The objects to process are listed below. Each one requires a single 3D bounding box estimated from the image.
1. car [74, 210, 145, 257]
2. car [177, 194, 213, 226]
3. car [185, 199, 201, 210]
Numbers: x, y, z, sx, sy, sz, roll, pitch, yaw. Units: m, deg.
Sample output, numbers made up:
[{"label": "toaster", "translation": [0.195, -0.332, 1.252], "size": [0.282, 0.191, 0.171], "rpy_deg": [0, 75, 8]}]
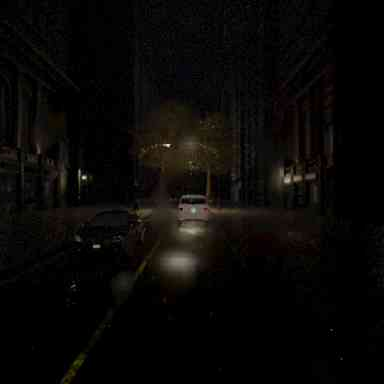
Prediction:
[{"label": "car", "translation": [-3.093, 1.496, 13.273], "size": [1.882, 1.535, 5.008], "rpy_deg": [0, 0, 0]}, {"label": "car", "translation": [0.101, 1.255, 23.762], "size": [2.150, 2.045, 5.566], "rpy_deg": [0, 0, 0]}, {"label": "car", "translation": [0.102, 1.633, 44.757], "size": [1.994, 1.385, 4.181], "rpy_deg": [0, 0, 0]}]
